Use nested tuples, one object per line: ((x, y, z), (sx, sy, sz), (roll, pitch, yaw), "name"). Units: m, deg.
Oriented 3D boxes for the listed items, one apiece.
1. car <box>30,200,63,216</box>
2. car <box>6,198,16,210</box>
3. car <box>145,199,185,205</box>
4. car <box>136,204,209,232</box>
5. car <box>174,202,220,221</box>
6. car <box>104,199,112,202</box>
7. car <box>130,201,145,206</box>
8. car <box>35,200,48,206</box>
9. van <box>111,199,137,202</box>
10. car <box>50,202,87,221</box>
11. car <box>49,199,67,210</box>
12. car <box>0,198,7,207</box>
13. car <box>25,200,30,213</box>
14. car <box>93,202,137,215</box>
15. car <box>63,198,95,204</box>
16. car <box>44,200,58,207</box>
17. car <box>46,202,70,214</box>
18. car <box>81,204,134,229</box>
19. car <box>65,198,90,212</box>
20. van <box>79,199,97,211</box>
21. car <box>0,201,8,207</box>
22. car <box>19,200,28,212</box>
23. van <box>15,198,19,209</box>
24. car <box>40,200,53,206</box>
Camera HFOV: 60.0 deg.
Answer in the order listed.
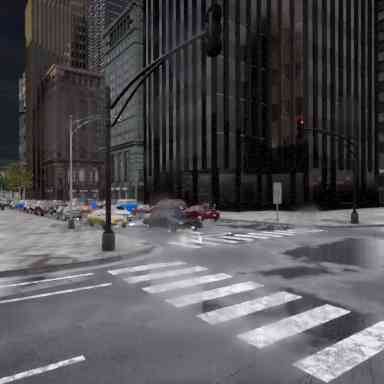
((-17.693, 1.901, 40.453), (2.192, 1.841, 5.009), (-1, 0, -35), "car")
((-31.935, 2.354, 60.517), (1.967, 1.590, 4.097), (-1, 0, -35), "car")
((-2.360, 1.669, 33.597), (2.192, 1.841, 5.009), (-1, 0, -35), "car")
((-1.457, 1.792, 22.152), (2.033, 1.411, 5.357), (0, -1, -35), "car")
((0.586, 1.829, 29.445), (1.887, 1.381, 4.507), (-1, 0, -35), "car")
((-11.180, 1.876, 46.051), (2.192, 1.841, 5.009), (-1, 0, -35), "car")
((-5.294, 2.005, 37.748), (1.802, 1.307, 4.206), (-1, 0, -35), "car")
((-37.738, 2.711, 83.419), (2.008, 1.369, 4.403), (-1, 0, -35), "car")
((-8.240, 1.833, 41.899), (1.690, 1.788, 3.998), (-1, 0, -35), "van")
((-12.030, 2.004, 32.485), (2.008, 1.369, 4.403), (-1, 0, -35), "car")
((-24.054, 2.171, 59.569), (2.097, 1.767, 4.553), (0, -1, -35), "car")
((-41.273, 2.667, 73.672), (1.887, 1.381, 4.507), (-1, 0, -35), "car")
((-20.516, 2.196, 44.436), (1.887, 1.381, 4.507), (-1, 0, -35), "car")
((-7.056, 1.903, 30.093), (1.812, 1.442, 4.674), (0, -1, -35), "car")
((-12.936, 1.867, 38.387), (2.097, 1.767, 4.553), (0, -1, -35), "car")
((-31.714, 2.596, 74.935), (1.947, 1.339, 4.313), (-1, 0, -35), "car")
((-18.918, 2.146, 46.887), (2.128, 1.511, 4.902), (0, -1, -35), "car")
((-6.276, 1.844, 24.379), (1.752, 1.417, 4.829), (-1, 0, -35), "car")
((-17.252, 1.885, 49.981), (2.150, 2.045, 5.566), (0, 0, -35), "car")
((-17.060, 2.038, 54.353), (1.690, 1.788, 3.998), (-1, 0, -35), "van")
((-44.385, 2.771, 78.056), (1.802, 1.307, 4.206), (-1, 0, -35), "car")
((-23.347, 2.157, 48.420), (1.967, 1.590, 4.097), (-1, 0, -35), "car")
((-26.177, 2.123, 52.404), (1.690, 1.788, 3.998), (-1, 0, -35), "van")
((-34.726, 2.661, 79.178), (1.947, 1.339, 4.313), (-1, 0, -35), "car")
